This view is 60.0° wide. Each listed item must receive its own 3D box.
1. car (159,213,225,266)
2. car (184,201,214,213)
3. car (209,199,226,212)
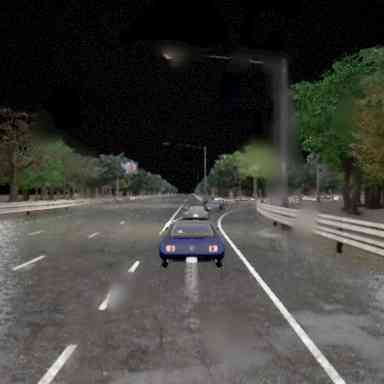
[{"bbox_3d":[-0.001,1.632,11.580,1.895,1.301,4.718,0,0,0],"label":"car"},{"bbox_3d":[0.432,1.634,25.508,1.994,1.385,4.181,0,0,5],"label":"car"},{"bbox_3d":[2.948,1.606,39.939,2.128,1.511,4.902,0,0,15],"label":"car"}]
